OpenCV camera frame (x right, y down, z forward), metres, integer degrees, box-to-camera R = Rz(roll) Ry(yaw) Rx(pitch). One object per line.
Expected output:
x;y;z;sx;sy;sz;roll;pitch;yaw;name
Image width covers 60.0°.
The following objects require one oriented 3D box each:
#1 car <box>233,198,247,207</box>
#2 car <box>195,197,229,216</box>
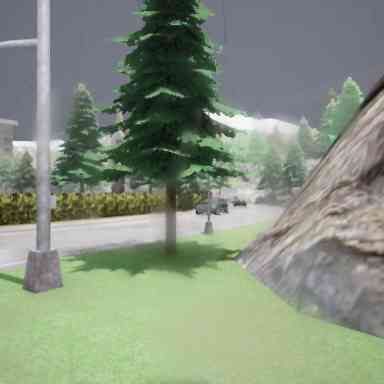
7.217;1.614;50.045;1.895;1.301;4.718;0;0;4;car
2.008;1.330;32.248;2.097;1.767;4.553;0;0;24;car
